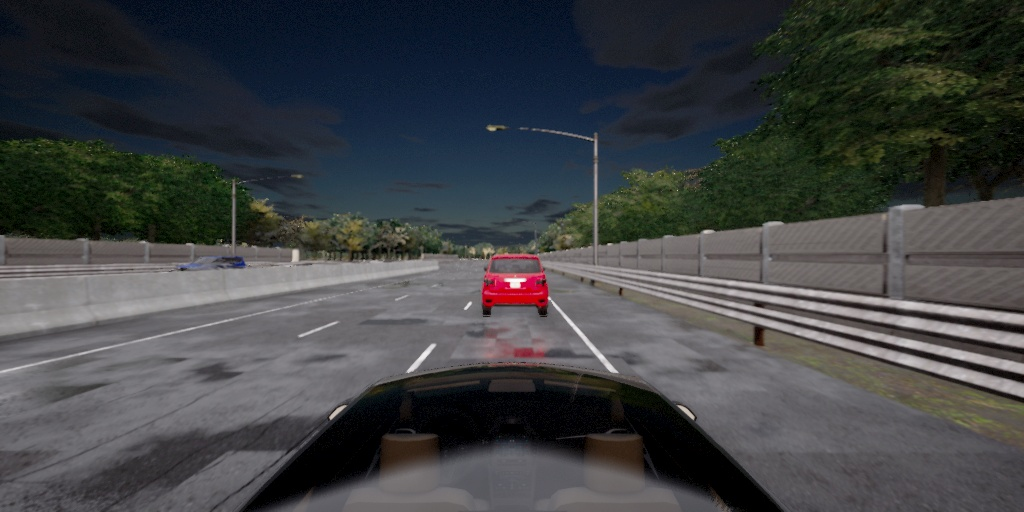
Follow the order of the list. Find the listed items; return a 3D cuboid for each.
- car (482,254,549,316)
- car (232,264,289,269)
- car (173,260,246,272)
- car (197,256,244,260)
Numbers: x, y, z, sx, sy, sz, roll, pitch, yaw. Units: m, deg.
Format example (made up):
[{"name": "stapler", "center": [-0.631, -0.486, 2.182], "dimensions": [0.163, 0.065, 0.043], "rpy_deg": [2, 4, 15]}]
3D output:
[{"name": "car", "center": [0.099, 0.962, 13.389], "dimensions": [2.150, 2.045, 5.566], "rpy_deg": [0, 0, 0]}, {"name": "car", "center": [-17.552, 1.376, 26.260], "dimensions": [1.895, 1.301, 4.718], "rpy_deg": [0, 0, 1]}, {"name": "car", "center": [-21.059, 1.263, 25.163], "dimensions": [2.128, 1.511, 4.902], "rpy_deg": [0, 0, 0]}, {"name": "car", "center": [-24.519, 1.018, 29.489], "dimensions": [2.150, 2.045, 5.566], "rpy_deg": [0, -1, 0]}]
